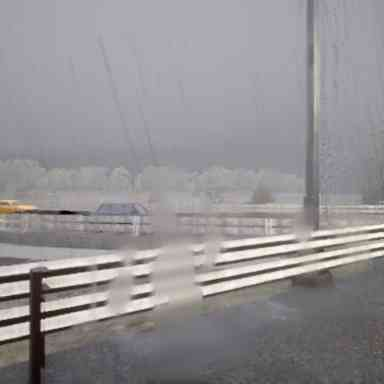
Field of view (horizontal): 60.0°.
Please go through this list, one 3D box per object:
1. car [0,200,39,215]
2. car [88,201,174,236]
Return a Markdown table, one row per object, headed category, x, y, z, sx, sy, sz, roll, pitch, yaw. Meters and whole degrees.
| category | x | y | z | sx | sy | sz | roll | pitch | yaw |
| --- | --- | --- | --- | --- | --- | --- | --- | --- | --- |
| car | -15.955 | 1.488 | 29.608 | 5.008 | 1.535 | 1.882 | 0 | 0 | 22 |
| car | -3.311 | 1.366 | 18.408 | 4.553 | 1.767 | 2.097 | 0 | 0 | 13 |
